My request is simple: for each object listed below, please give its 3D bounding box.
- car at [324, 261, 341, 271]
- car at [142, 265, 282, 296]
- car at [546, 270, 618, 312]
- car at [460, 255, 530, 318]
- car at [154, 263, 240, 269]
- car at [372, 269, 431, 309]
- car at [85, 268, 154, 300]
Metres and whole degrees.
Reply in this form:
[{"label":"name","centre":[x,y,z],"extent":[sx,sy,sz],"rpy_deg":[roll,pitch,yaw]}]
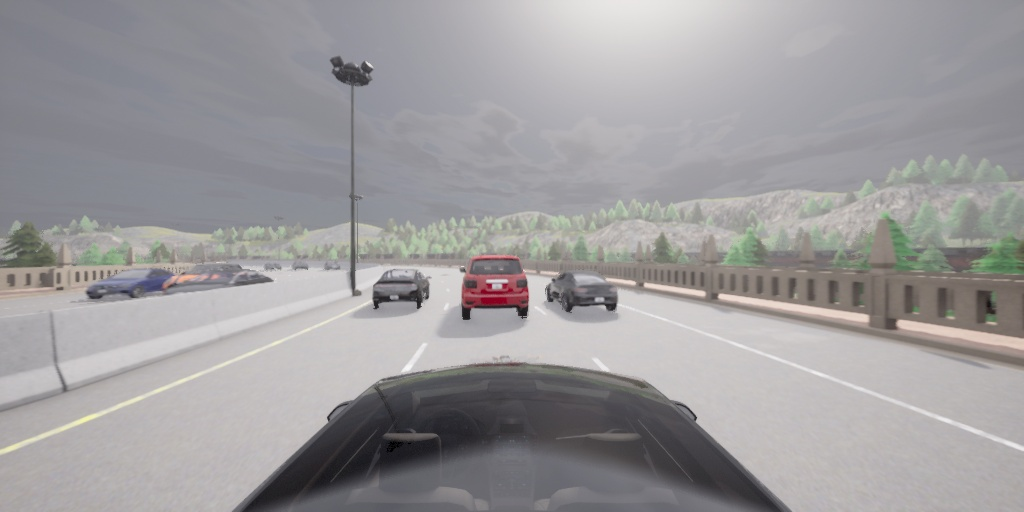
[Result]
[{"label":"car","centre":[-26.878,1.457,53.664],"extent":[2.128,1.511,4.902],"rpy_deg":[0,0,-33]},{"label":"car","centre":[-11.743,1.317,14.711],"extent":[2.128,1.511,4.902],"rpy_deg":[0,0,-9]},{"label":"car","centre":[2.628,1.288,14.148],"extent":[1.812,1.442,4.674],"rpy_deg":[0,0,-7]},{"label":"car","centre":[-0.734,0.997,13.261],"extent":[2.150,2.045,5.566],"rpy_deg":[0,0,-6]},{"label":"car","centre":[-16.108,1.205,19.223],"extent":[2.097,1.767,4.553],"rpy_deg":[0,0,-13]},{"label":"car","centre":[-4.593,1.288,15.343],"extent":[2.128,1.511,4.902],"rpy_deg":[0,0,-8]},{"label":"car","centre":[-19.596,1.393,18.960],"extent":[1.812,1.442,4.674],"rpy_deg":[0,0,-13]}]
